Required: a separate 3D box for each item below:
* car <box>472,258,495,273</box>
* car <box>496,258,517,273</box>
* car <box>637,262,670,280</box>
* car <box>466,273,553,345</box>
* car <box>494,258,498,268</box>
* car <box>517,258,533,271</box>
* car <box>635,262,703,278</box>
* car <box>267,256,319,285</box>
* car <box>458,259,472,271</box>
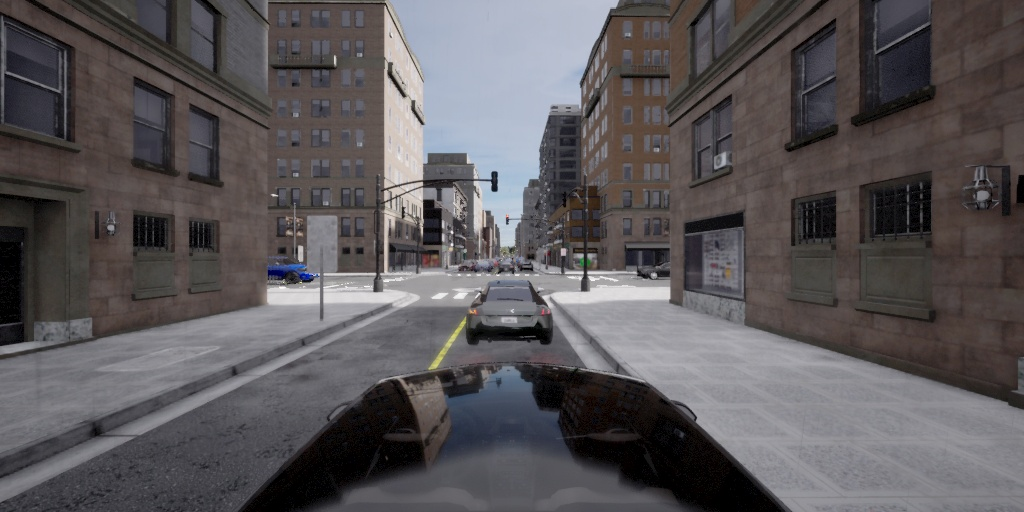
[{"bbox_3d":[-3.546,1.310,44.589,1.812,1.442,4.674,0,0,1],"label":"car"},{"bbox_3d":[-0.621,1.306,42.699,1.812,1.442,4.674,0,0,1],"label":"car"},{"bbox_3d":[12.956,1.201,29.967,4.892,1.490,1.837,0,0,-1],"label":"car"},{"bbox_3d":[-0.064,1.314,9.532,1.994,1.385,4.181,0,0,0],"label":"car"},{"bbox_3d":[-3.591,1.348,54.268,2.033,1.411,5.357,0,0,0],"label":"car"},{"bbox_3d":[1.931,1.356,48.602,1.948,1.339,4.313,0,0,0],"label":"car"},{"bbox_3d":[14.481,1.243,33.238,5.357,1.411,2.033,0,0,-1],"label":"car"},{"bbox_3d":[-17.211,1.031,26.136,5.566,2.045,2.150,0,0,-1],"label":"car"},{"bbox_3d":[-6.094,1.230,48.543,1.967,1.591,4.097,0,0,0],"label":"car"}]
